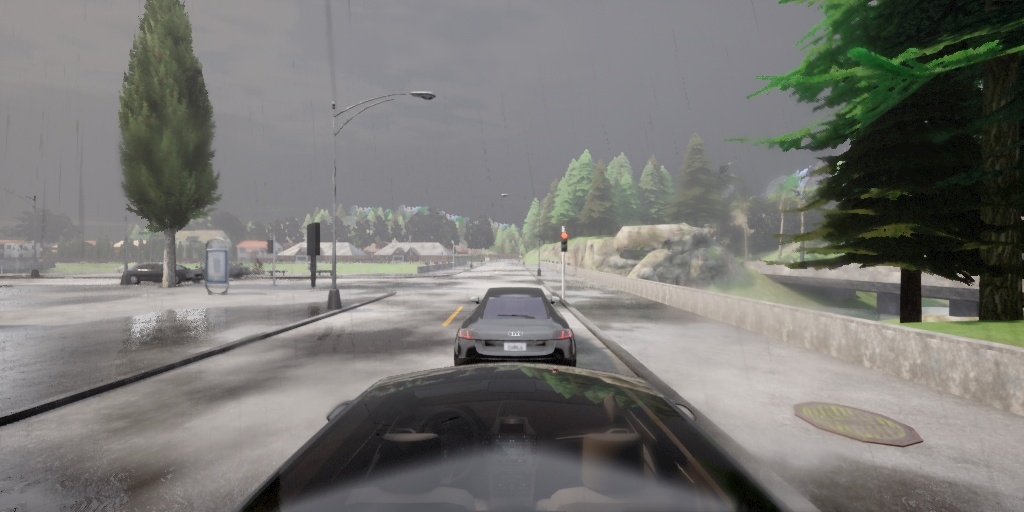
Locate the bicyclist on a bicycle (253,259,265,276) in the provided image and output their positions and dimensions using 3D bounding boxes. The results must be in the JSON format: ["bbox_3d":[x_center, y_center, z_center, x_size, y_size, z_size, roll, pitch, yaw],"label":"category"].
[{"bbox_3d":[-24.104,1.099,34.140,0.582,1.620,1.656,0,0,0],"label":"bicyclist on a bicycle"}]

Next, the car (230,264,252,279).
[{"bbox_3d":[-24.878,1.297,29.951,5.357,1.411,2.033,0,0,0],"label":"car"}]

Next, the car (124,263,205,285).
[{"bbox_3d":[-24.834,1.253,25.742,4.892,1.490,1.837,0,0,0],"label":"car"}]

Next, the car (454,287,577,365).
[{"bbox_3d":[0.063,1.314,7.318,1.994,1.385,4.181,0,0,0],"label":"car"}]
